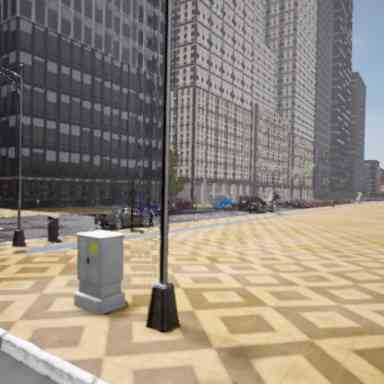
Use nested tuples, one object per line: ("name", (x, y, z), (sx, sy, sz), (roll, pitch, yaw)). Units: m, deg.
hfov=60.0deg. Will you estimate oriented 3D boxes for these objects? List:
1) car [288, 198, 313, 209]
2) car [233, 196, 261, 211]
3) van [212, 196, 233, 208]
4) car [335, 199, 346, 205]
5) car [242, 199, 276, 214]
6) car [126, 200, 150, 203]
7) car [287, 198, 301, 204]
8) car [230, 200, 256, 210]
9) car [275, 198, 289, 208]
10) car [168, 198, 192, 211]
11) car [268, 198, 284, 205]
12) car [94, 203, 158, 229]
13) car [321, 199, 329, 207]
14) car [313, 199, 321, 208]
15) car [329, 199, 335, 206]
("car", (17.942, 2.072, 54.832), (1.947, 1.339, 4.313), (1, 0, 35))
("car", (8.280, 1.533, 45.557), (2.150, 2.045, 5.566), (2, 1, 35))
("van", (4.632, 1.522, 50.348), (1.690, 1.788, 3.998), (1, 0, 35))
("car", (34.032, 2.344, 78.007), (1.947, 1.339, 4.313), (1, 0, 35))
("car", (8.288, 1.907, 40.927), (1.947, 1.339, 4.313), (1, 0, 35))
("car", (-5.354, 1.516, 31.406), (1.882, 1.535, 5.008), (2, 1, 35))
("car", (23.931, 2.074, 78.150), (1.947, 1.339, 4.313), (1, 0, 35))
("car", (7.780, 1.867, 50.183), (1.895, 1.301, 4.718), (2, 0, 35))
("car", (15.630, 1.927, 56.184), (2.128, 1.511, 4.902), (2, 0, 35))
("car", (-1.804, 1.510, 41.080), (1.967, 1.590, 4.097), (1, 0, 35))
("car", (17.497, 1.981, 68.882), (1.802, 1.307, 4.206), (1, 0, 35))
("car", (-4.477, 1.672, 22.316), (2.008, 1.369, 4.403), (1, 0, 35))
("car", (24.380, 2.055, 64.102), (1.967, 1.590, 4.097), (1, 0, 35))
("car", (21.159, 2.143, 59.467), (1.802, 1.307, 4.206), (1, 0, 35))
("car", (27.595, 2.236, 68.737), (1.947, 1.339, 4.313), (1, 0, 35))
